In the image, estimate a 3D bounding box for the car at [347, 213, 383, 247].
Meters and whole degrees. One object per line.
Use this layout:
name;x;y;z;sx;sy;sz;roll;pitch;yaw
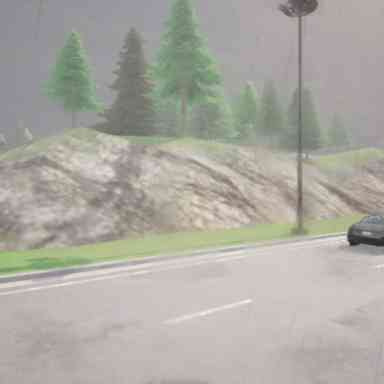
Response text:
car;8.422;1.572;14.068;4.181;1.385;1.994;0;0;-35
